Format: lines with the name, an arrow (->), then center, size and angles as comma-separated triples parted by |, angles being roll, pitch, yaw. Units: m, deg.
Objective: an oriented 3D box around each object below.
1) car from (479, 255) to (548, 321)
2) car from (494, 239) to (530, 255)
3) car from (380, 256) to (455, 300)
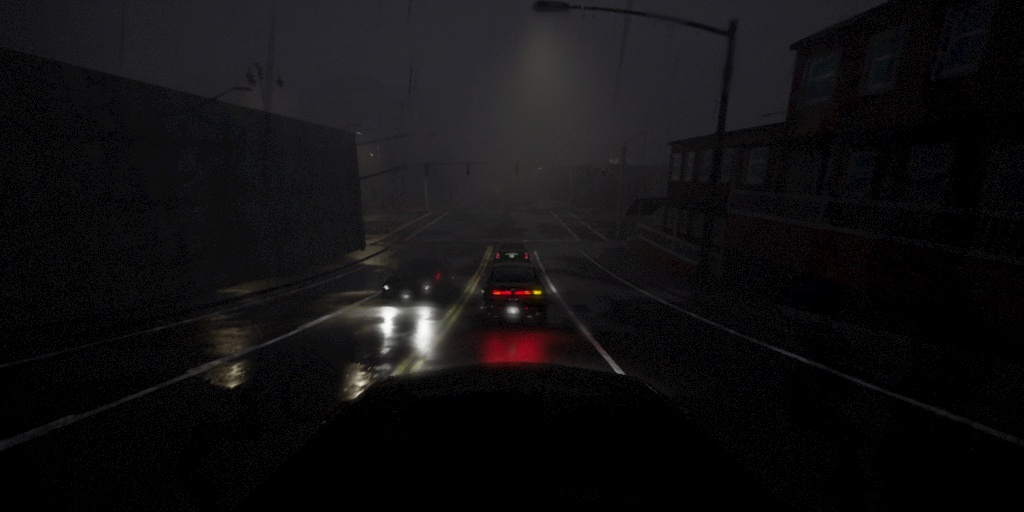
car -> 0.049, 0.947, 11.158 | 1.837, 1.490, 4.892 | 0, 3, 0
car -> 0.005, -0.269, 21.389 | 2.097, 1.767, 4.553 | 0, 8, 0
car -> -3.516, 0.736, 14.497 | 2.033, 1.411, 5.357 | 0, 5, 0
